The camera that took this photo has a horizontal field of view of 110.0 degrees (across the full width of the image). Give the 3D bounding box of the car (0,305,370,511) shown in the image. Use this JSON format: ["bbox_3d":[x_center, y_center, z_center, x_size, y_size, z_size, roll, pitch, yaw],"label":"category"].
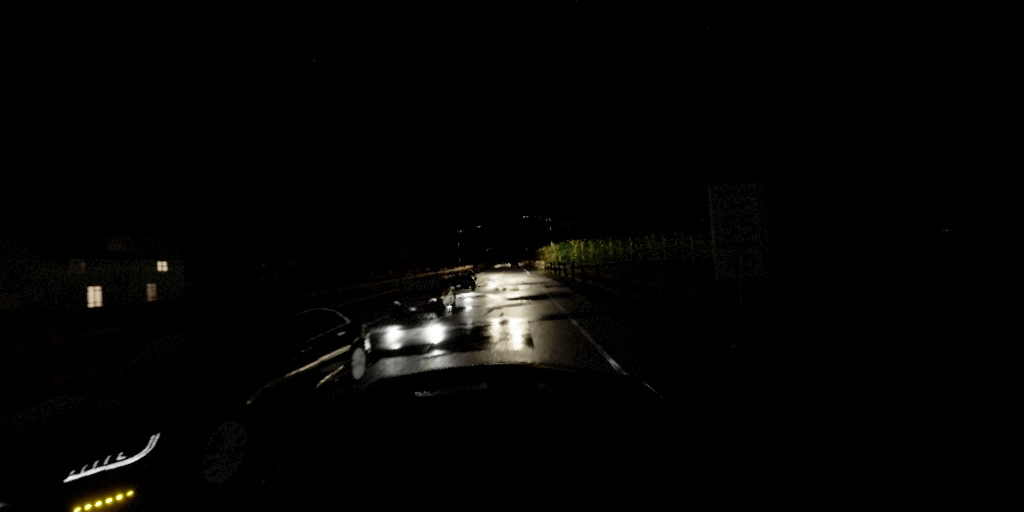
[{"bbox_3d":[-3.597,1.528,4.860,1.837,1.490,4.892,-4,0,0],"label":"car"}]

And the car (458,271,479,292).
[{"bbox_3d":[-3.419,1.742,24.962,1.994,1.385,4.181,-4,0,0],"label":"car"}]

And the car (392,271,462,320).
[{"bbox_3d":[-3.510,1.627,15.033,1.812,1.442,4.674,-4,0,0],"label":"car"}]
